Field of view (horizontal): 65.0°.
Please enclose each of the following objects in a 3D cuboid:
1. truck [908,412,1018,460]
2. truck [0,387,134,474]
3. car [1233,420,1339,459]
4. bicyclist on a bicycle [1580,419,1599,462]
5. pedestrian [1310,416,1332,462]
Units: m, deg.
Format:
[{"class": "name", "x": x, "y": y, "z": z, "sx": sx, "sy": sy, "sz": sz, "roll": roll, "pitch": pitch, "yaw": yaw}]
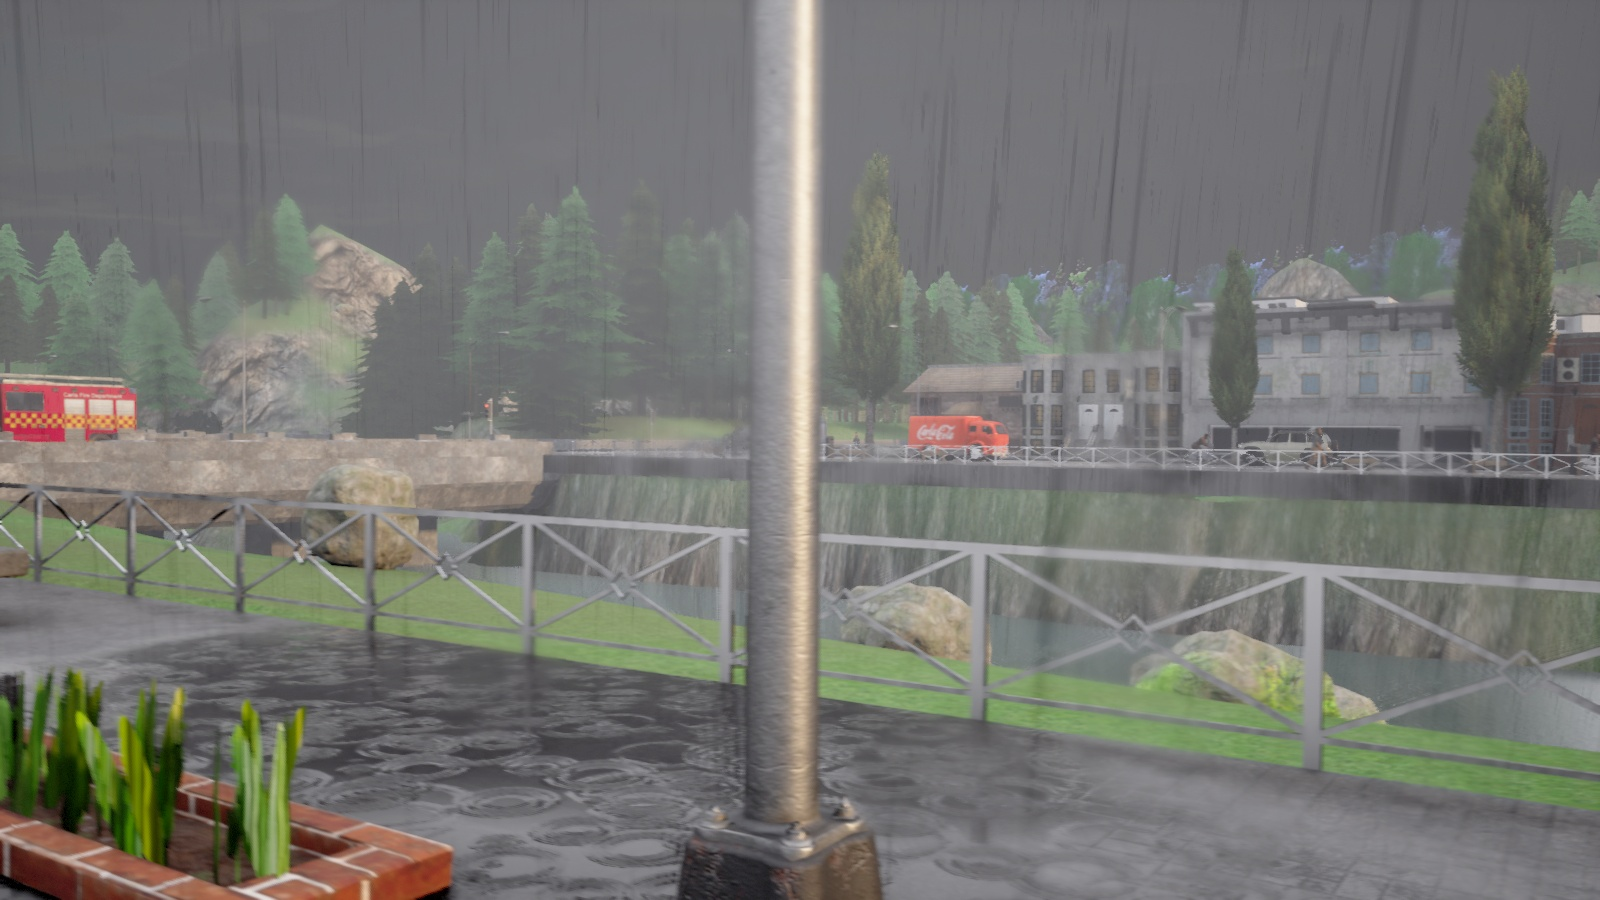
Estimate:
[{"class": "truck", "x": 8.750, "y": -0.758, "z": 67.608, "sx": 5.204, "sy": 2.467, "sz": 2.627, "roll": 0, "pitch": 1, "yaw": 34}, {"class": "truck", "x": -35.540, "y": -0.897, "z": 57.572, "sx": 2.891, "sy": 3.827, "sz": 8.468, "roll": 0, "pitch": 1, "yaw": 34}, {"class": "car", "x": 24.081, "y": -0.519, "z": 62.235, "sx": 4.605, "sy": 1.855, "sz": 1.932, "roll": 0, "pitch": 1, "yaw": 34}, {"class": "bicyclist on a bicycle", "x": 33.077, "y": -0.400, "z": 51.465, "sx": 1.843, "sy": 1.776, "sz": 0.659, "roll": 0, "pitch": 1, "yaw": 34}, {"class": "pedestrian", "x": 21.394, "y": -0.456, "z": 51.575, "sx": 0.694, "sy": 1.848, "sz": 0.540, "roll": 0, "pitch": 1, "yaw": 43}]
